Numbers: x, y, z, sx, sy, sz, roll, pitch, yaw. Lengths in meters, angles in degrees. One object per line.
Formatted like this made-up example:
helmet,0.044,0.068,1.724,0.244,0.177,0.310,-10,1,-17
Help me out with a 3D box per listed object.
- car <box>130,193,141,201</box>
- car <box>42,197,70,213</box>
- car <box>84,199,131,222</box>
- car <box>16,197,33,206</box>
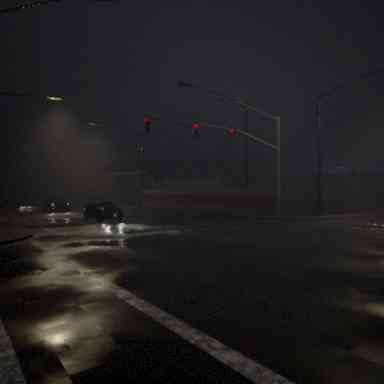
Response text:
car,-11.011,1.079,71.904,4.611,1.667,2.242,-1,0,-35
car,-15.398,1.336,37.704,2.097,1.767,4.553,-1,0,-37
car,-7.100,1.471,26.483,2.128,1.511,4.902,-1,0,-36
car,-26.990,1.480,53.474,2.128,1.511,4.902,-1,0,-36
